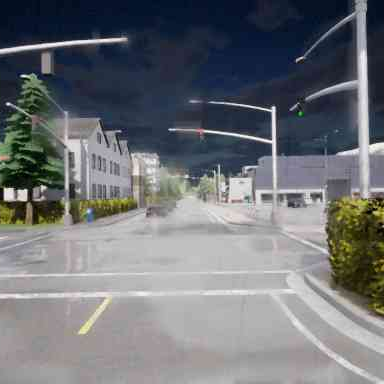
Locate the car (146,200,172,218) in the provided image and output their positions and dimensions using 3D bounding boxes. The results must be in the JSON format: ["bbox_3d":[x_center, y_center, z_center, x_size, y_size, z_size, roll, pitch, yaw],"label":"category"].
[{"bbox_3d":[-3.588,1.844,34.567,2.033,1.411,5.357,-1,-1,0],"label":"car"}]

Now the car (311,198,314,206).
[{"bbox_3d":[19.092,1.573,56.179,1.970,1.475,3.806,-1,-1,0],"label":"car"}]

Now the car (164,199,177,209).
[{"bbox_3d":[-3.523,1.995,55.276,1.837,1.490,4.892,-1,-1,0],"label":"car"}]

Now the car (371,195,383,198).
[{"bbox_3d":[19.128,1.183,31.253,1.905,1.878,3.866,-1,-1,0],"label":"car"}]

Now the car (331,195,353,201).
[{"bbox_3d":[25.507,1.398,56.516,2.152,1.636,5.027,-1,-1,0],"label":"car"}]

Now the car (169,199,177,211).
[{"bbox_3d":[-3.572,1.885,44.863,2.128,1.511,4.902,-1,-1,0],"label":"car"}]

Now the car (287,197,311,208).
[{"bbox_3d":[15.444,1.629,49.122,2.007,1.523,4.514,-1,-1,0],"label":"car"}]
